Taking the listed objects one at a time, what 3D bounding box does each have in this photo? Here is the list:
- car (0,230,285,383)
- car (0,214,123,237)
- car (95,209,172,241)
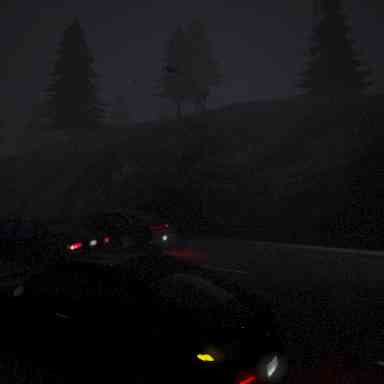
[{"bbox_3d":[-1.164,1.512,4.469,4.674,1.442,1.812,0,0,32],"label":"car"},{"bbox_3d":[-5.108,1.524,10.697,5.357,1.411,2.033,0,0,26],"label":"car"},{"bbox_3d":[-3.177,1.465,13.523,4.892,1.490,1.837,0,0,27],"label":"car"}]
